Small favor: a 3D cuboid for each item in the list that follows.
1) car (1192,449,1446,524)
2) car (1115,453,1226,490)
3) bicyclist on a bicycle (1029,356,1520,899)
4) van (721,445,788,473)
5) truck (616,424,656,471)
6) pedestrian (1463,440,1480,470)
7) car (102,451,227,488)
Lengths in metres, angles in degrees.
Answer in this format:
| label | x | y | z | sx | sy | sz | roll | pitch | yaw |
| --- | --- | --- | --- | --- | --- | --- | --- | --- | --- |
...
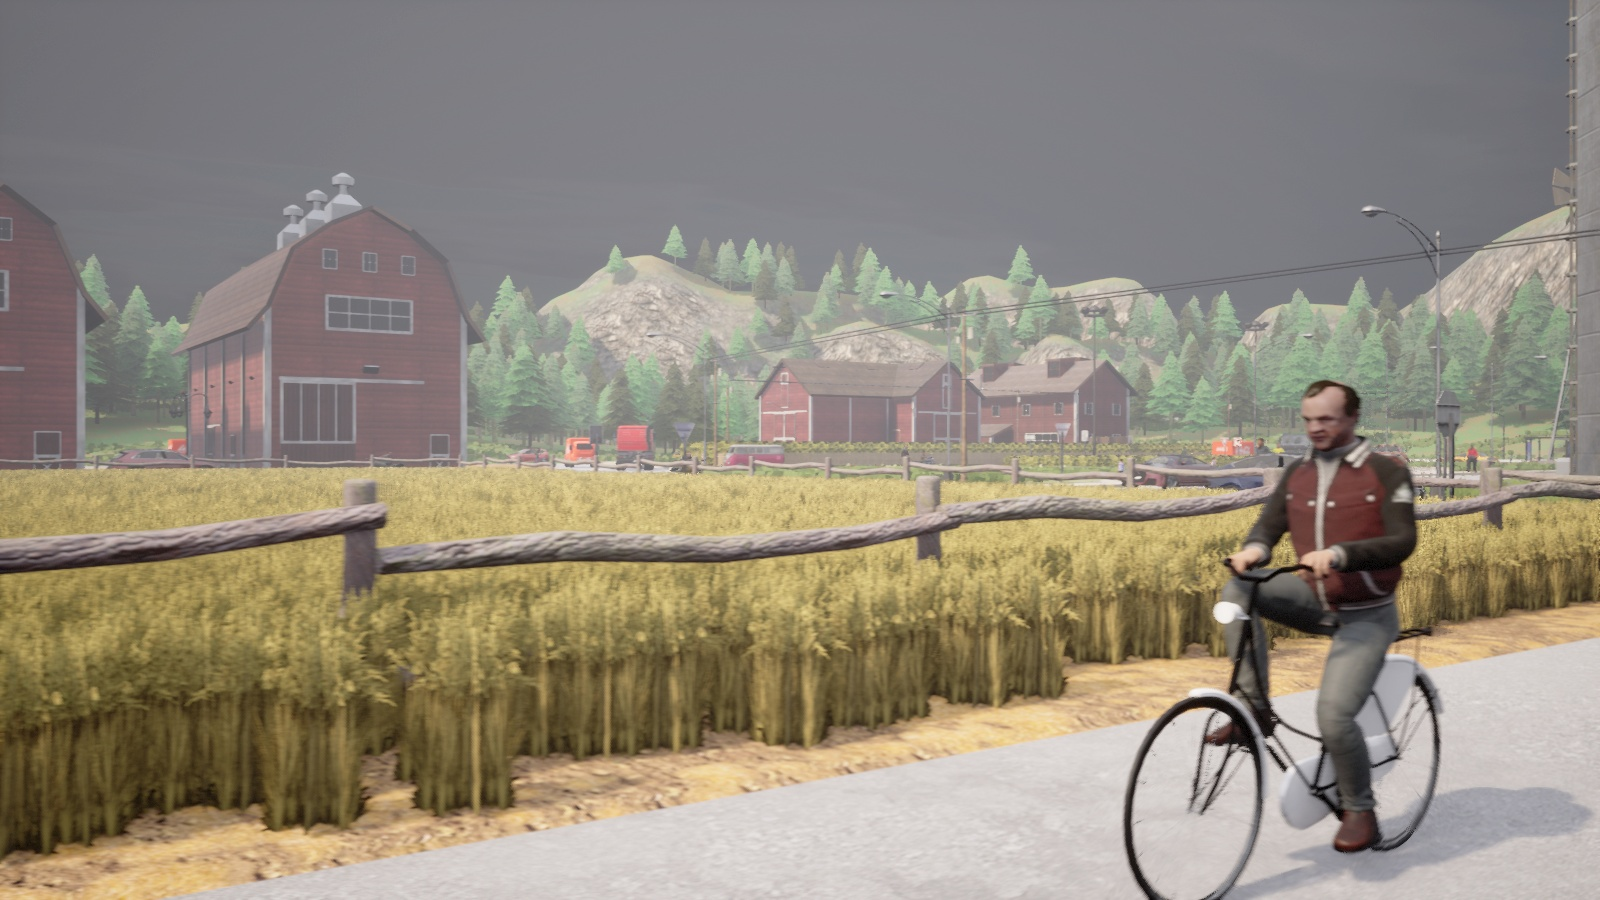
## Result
| label | x | y | z | sx | sy | sz | roll | pitch | yaw |
| --- | --- | --- | --- | --- | --- | --- | --- | --- | --- |
| car | 11.366 | 0.746 | 27.819 | 2.163 | 1.488 | 4.792 | 0 | 0 | -35 |
| car | 14.485 | 0.818 | 49.014 | 4.181 | 1.385 | 1.994 | 0 | 0 | -36 |
| bicyclist on a bicycle | 1.691 | 0.625 | 4.348 | 1.843 | 1.776 | 0.659 | 0 | 0 | -35 |
| van | -3.293 | 0.618 | 90.779 | 4.442 | 1.987 | 1.775 | 0 | 0 | -21 |
| truck | -12.527 | -0.183 | 95.321 | 2.891 | 3.462 | 7.936 | 0 | 0 | -8 |
| pedestrian | 42.420 | 0.325 | 79.316 | 0.899 | 1.844 | 0.634 | 0 | 0 | -35 |
| car | -29.232 | 0.875 | 57.847 | 4.856 | 1.649 | 2.033 | 0 | 0 | -38 |
